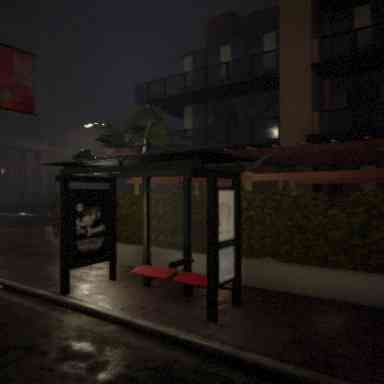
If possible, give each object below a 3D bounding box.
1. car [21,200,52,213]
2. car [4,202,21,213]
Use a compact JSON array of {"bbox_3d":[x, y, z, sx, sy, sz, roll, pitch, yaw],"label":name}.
[{"bbox_3d":[-16.988,1.705,38.703,1.994,1.385,4.181,0,0,35],"label":"car"},{"bbox_3d":[-19.884,1.703,40.673,2.033,1.411,5.357,0,0,35],"label":"car"}]
